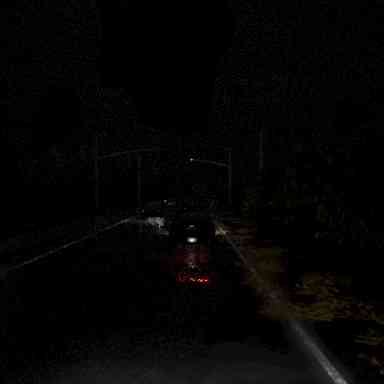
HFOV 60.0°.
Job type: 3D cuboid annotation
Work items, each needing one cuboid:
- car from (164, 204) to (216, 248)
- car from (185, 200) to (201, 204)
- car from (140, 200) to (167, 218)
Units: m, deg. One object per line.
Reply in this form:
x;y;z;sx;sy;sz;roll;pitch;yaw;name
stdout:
0.000;1.515;14.650;1.837;1.490;4.892;0;0;0;car
0.092;1.515;29.610;1.837;1.490;4.892;0;0;1;car
-3.399;1.511;30.050;1.882;1.535;5.008;0;0;1;car
